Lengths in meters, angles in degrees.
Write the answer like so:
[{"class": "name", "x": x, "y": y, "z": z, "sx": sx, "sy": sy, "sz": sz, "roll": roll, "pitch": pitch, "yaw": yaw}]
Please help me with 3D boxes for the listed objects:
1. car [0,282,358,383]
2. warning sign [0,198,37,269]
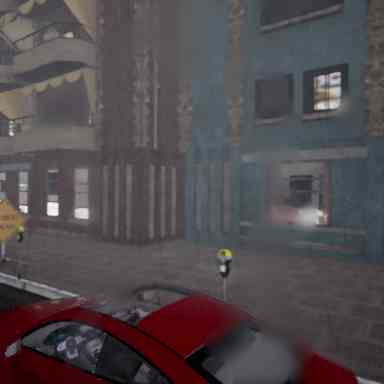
[{"class": "car", "x": -0.635, "y": 1.579, "z": 3.165, "sx": 4.206, "sy": 1.307, "sz": 1.802, "roll": 0, "pitch": 1, "yaw": 35}, {"class": "warning sign", "x": -5.336, "y": 1.106, "z": 9.430, "sx": 1.060, "sy": 1.860, "sz": 1.300, "roll": 1, "pitch": 0, "yaw": 35}]
